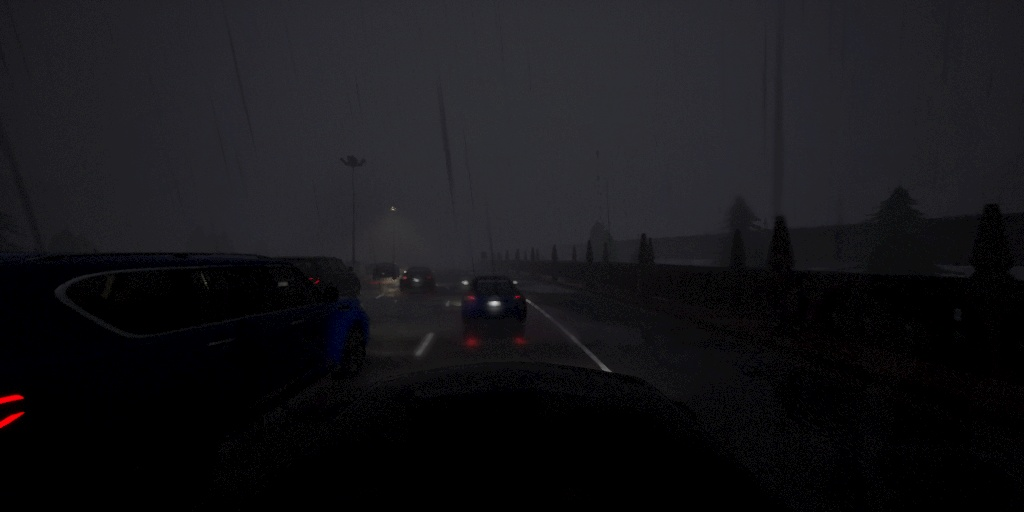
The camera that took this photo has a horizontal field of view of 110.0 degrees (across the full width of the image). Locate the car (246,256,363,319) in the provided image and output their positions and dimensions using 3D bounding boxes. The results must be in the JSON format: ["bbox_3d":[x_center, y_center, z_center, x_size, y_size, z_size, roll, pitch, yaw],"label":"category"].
[{"bbox_3d":[-7.958,1.028,14.573,2.150,2.045,5.566,0,0,-8],"label":"car"}]

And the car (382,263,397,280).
[{"bbox_3d":[-11.386,1.333,32.740,1.882,1.535,5.008,0,0,-12],"label":"car"}]

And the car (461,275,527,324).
[{"bbox_3d":[-0.691,1.327,12.178,1.994,1.385,4.181,0,0,-6],"label":"car"}]

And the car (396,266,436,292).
[{"bbox_3d":[-5.761,1.367,22.305,1.994,1.385,4.181,0,0,-10],"label":"car"}]

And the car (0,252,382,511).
[{"bbox_3d":[-3.567,0.990,4.109,2.150,2.045,5.566,0,0,-1],"label":"car"}]

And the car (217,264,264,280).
[{"bbox_3d":[-26.320,1.520,34.937,1.994,1.385,4.181,0,0,-12],"label":"car"}]
